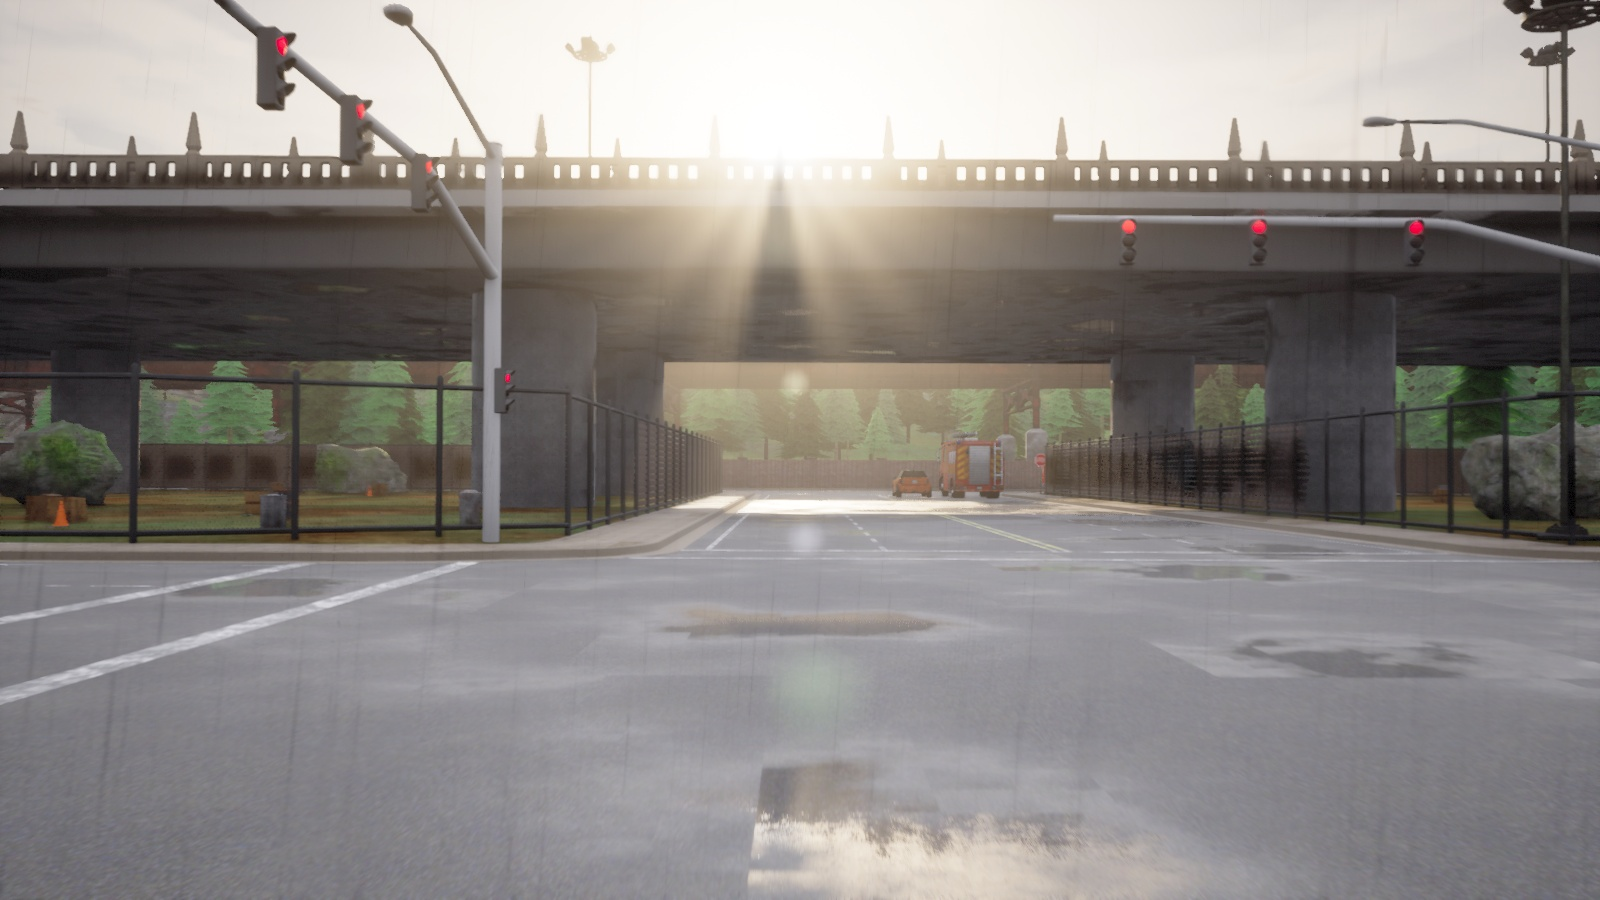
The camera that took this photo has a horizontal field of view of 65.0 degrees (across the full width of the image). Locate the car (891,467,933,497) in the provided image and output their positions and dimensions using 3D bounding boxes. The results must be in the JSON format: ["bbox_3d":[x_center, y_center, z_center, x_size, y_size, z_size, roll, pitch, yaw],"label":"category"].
[{"bbox_3d":[6.817,1.928,76.845,2.097,1.767,4.553,0,-1,0],"label":"car"}]

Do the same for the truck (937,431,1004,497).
[{"bbox_3d":[10.313,0.886,76.645,2.891,3.827,8.468,0,-1,0],"label":"truck"}]
